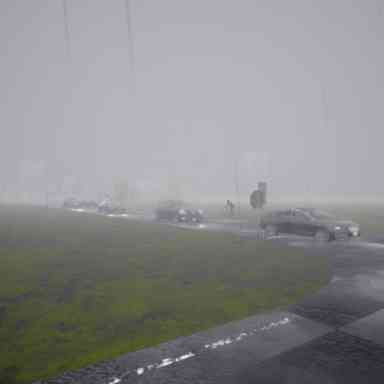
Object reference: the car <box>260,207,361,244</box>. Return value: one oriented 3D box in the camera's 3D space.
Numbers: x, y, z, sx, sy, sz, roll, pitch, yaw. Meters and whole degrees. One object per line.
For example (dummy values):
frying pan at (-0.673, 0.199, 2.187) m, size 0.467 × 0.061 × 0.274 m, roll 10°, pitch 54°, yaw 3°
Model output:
car at (5.510, 1.516, 16.071) m, size 2.128 × 1.511 × 4.902 m, roll 0°, pitch 0°, yaw -35°

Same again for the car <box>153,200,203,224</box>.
car at (-1.115, 1.409, 25.519) m, size 2.097 × 1.767 × 4.553 m, roll 0°, pitch 0°, yaw -35°

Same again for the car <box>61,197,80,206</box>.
car at (-22.264, 1.740, 60.807) m, size 2.033 × 1.411 × 5.357 m, roll 0°, pitch 0°, yaw -35°

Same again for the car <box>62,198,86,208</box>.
car at (-18.105, 1.642, 49.913) m, size 2.128 × 1.511 × 4.902 m, roll 0°, pitch 0°, yaw -35°

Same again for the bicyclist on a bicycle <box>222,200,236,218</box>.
bicyclist on a bicycle at (3.325, 1.510, 29.589) m, size 1.656 × 1.620 × 0.582 m, roll 0°, pitch 0°, yaw -35°

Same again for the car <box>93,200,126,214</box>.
car at (-8.880, 1.622, 36.607) m, size 1.812 × 1.442 × 4.674 m, roll 0°, pitch 0°, yaw -35°

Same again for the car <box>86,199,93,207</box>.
car at (-16.587, 1.751, 52.714) m, size 1.895 × 1.301 × 4.718 m, roll 0°, pitch 0°, yaw -35°
